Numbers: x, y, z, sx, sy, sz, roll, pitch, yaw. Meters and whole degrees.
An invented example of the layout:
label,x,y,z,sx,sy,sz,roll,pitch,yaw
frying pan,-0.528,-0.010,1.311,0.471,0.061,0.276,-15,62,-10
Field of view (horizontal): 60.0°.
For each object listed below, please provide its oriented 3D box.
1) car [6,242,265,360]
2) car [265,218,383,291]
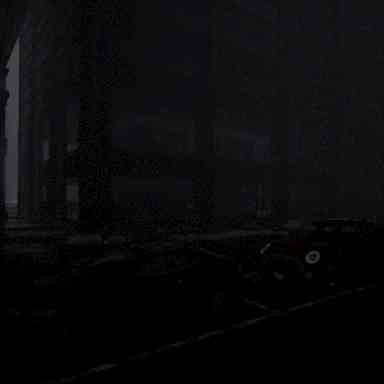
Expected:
label,x,y,z,sx,sy,sz,roll,pitch,yaw
car,-0.885,1.606,5.902,4.206,1.307,1.802,1,0,-36
car,3.706,1.518,9.178,4.097,1.590,1.967,1,0,-36
